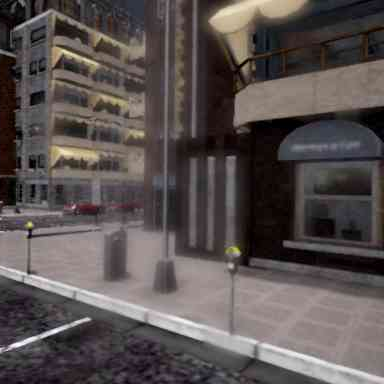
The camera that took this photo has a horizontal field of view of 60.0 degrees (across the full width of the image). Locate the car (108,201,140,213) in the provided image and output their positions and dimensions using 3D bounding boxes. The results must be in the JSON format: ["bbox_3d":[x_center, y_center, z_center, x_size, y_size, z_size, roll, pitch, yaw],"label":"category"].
[{"bbox_3d":[-7.796,1.743,38.487,1.802,1.307,4.206,0,-1,35],"label":"car"}]

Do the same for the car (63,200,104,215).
[{"bbox_3d":[-11.047,1.503,33.840,1.967,1.590,4.097,0,-1,35],"label":"car"}]
